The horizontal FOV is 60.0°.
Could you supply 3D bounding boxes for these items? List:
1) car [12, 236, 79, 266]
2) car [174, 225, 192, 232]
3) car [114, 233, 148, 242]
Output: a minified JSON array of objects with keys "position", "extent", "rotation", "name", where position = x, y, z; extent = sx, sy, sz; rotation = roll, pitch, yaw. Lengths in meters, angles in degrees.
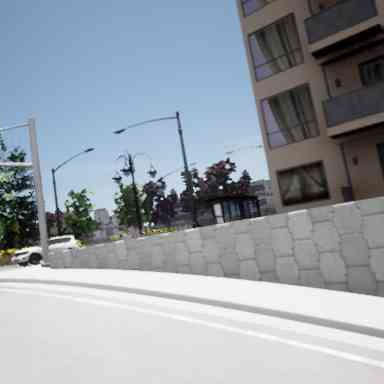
[{"position":[-12.781,5.126,29.395],"extent":[2.150,2.045,5.566],"rotation":[-14,-8,35],"name":"car"},{"position":[-0.709,5.342,45.728],"extent":[1.837,1.490,4.892],"rotation":[-14,-8,36],"name":"car"},{"position":[-6.792,5.395,37.452],"extent":[1.812,1.442,4.674],"rotation":[-14,-8,36],"name":"car"}]
